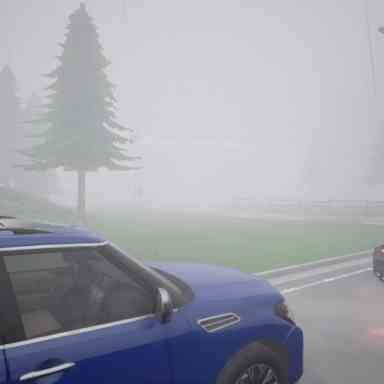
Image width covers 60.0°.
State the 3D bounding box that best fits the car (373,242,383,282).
[{"bbox_3d":[6.434,1.505,8.362,4.892,1.490,1.837,0,0,-35],"label":"car"}]

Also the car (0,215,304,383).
[{"bbox_3d":[-1.504,1.222,2.674,5.566,2.045,2.150,0,0,-35],"label":"car"}]
